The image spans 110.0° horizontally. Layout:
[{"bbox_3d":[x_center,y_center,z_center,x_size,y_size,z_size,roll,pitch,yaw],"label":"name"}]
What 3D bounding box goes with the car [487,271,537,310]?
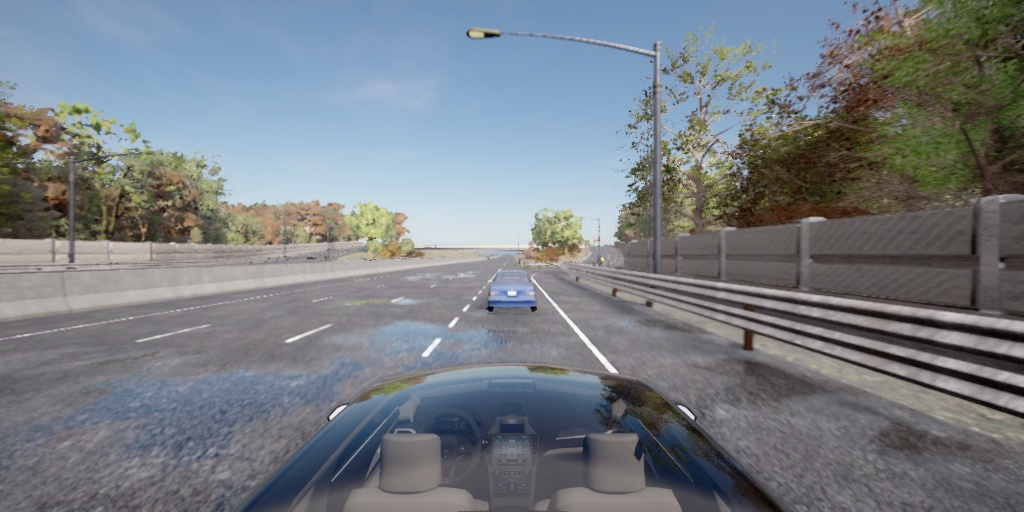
[{"bbox_3d":[0.000,1.296,14.570,2.033,1.411,5.357,0,0,0],"label":"car"}]
